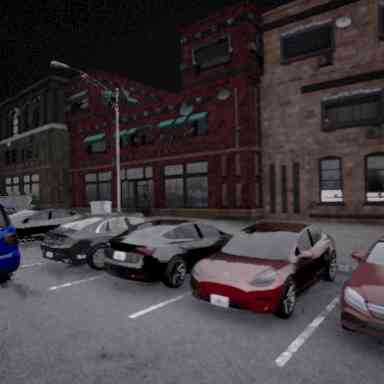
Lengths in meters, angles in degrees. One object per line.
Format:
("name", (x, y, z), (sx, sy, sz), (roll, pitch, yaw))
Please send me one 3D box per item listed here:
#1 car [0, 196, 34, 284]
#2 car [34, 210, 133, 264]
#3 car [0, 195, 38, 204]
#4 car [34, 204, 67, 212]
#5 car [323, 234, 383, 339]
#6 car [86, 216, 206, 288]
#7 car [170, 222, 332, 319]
("car", (-6.447, 1.191, 8.306), (5.566, 2.045, 2.150), (0, 0, 38))
("car", (-2.436, 1.460, 11.071), (2.231, 1.521, 4.892), (0, 0, 38))
("car", (-11.069, 1.167, 17.974), (2.435, 2.045, 5.566), (0, 0, 41))
("car", (-6.847, 1.459, 14.503), (2.163, 1.488, 4.792), (0, 0, 39))
("car", (4.143, 1.528, 6.190), (2.002, 1.452, 4.674), (0, 0, 36))
("car", (-0.239, 1.500, 9.447), (2.163, 1.488, 4.792), (0, 0, 37))
("car", (1.916, 1.510, 7.772), (2.163, 1.488, 4.792), (0, 0, 37))
